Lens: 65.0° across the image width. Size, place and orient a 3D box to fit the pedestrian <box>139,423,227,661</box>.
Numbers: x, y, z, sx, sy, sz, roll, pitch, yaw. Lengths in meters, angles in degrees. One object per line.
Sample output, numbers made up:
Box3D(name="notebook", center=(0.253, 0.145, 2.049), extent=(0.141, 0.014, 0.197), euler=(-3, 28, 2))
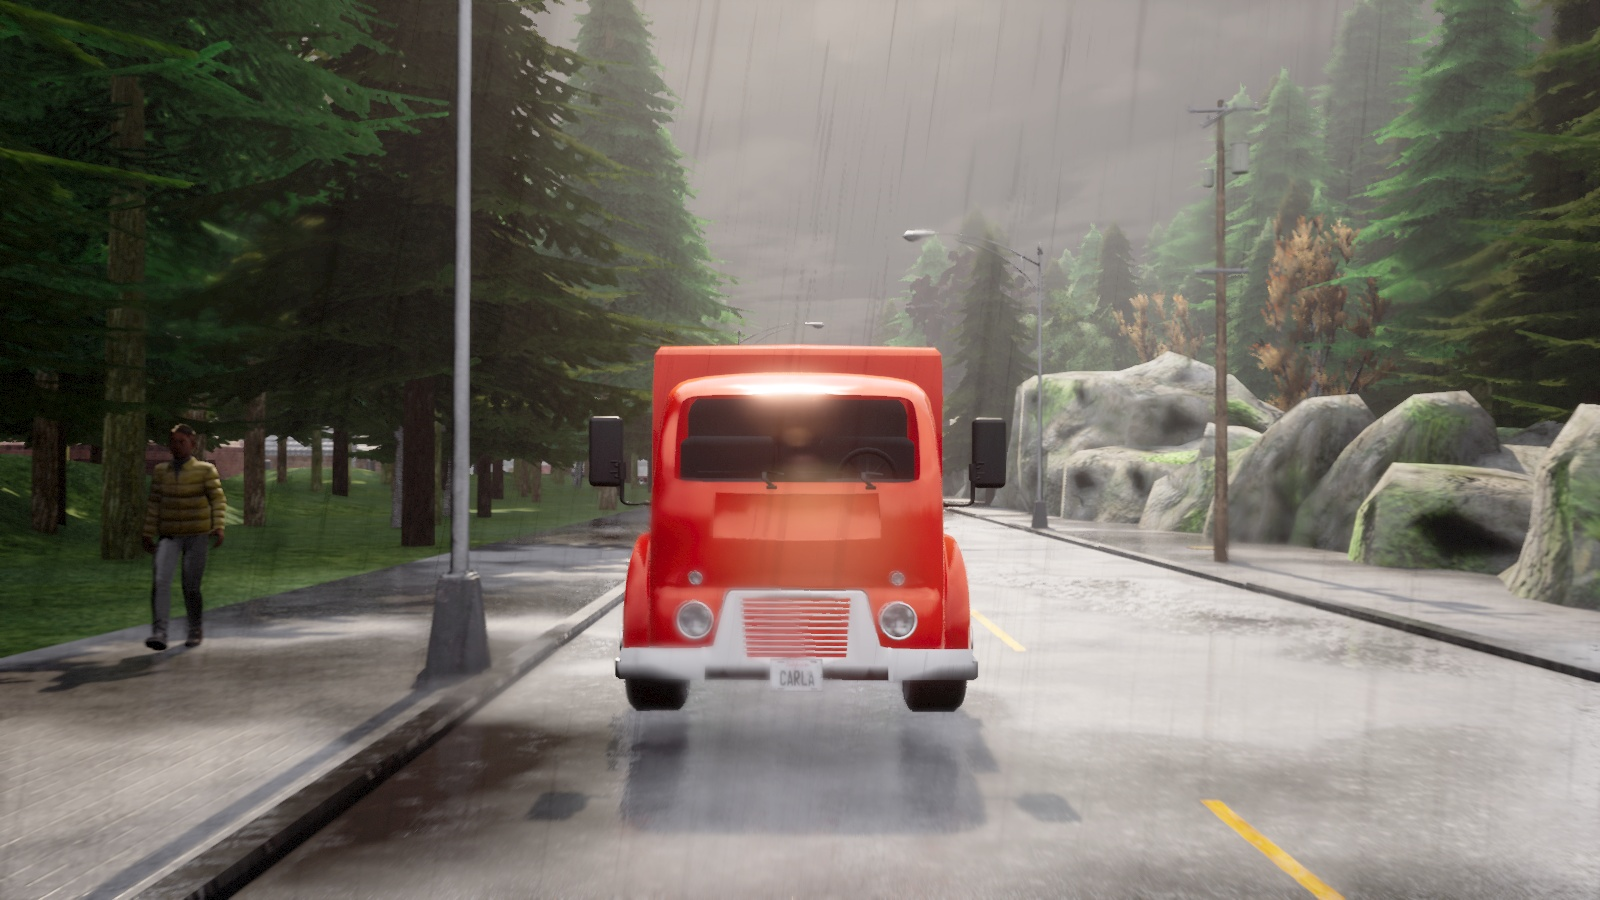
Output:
Box3D(name="pedestrian", center=(-4.944, 0.713, 10.091), extent=(0.431, 1.840, 0.709), euler=(0, -1, -8))

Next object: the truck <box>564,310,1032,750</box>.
Box3D(name="truck", center=(-0.019, 0.490, 9.680), extent=(2.627, 2.467, 5.204), euler=(0, -1, 0))
